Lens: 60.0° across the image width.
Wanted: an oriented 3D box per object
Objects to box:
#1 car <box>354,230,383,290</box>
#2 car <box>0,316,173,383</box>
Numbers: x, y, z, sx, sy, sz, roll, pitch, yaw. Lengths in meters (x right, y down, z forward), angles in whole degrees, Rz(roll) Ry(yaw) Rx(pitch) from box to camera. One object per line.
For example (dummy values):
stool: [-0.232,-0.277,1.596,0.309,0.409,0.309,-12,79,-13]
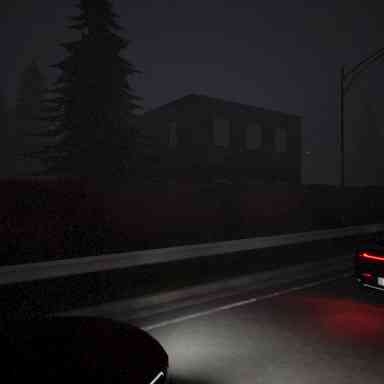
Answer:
car: [5.741,1.505,7.841,4.892,1.490,1.837,0,0,-35]
car: [-2.298,1.526,2.113,4.674,1.442,1.812,0,0,-36]
